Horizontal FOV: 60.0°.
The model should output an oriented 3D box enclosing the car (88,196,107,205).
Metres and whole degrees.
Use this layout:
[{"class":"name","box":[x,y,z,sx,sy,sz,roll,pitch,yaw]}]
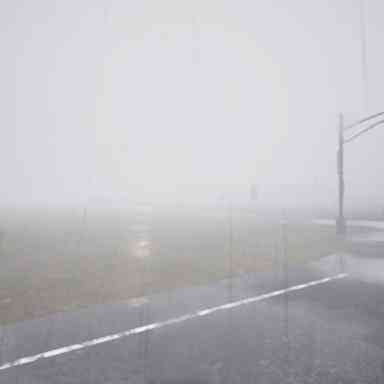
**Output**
[{"class":"car","box":[-16.424,1.406,57.950,2.097,1.767,4.553,0,0,-36]}]
